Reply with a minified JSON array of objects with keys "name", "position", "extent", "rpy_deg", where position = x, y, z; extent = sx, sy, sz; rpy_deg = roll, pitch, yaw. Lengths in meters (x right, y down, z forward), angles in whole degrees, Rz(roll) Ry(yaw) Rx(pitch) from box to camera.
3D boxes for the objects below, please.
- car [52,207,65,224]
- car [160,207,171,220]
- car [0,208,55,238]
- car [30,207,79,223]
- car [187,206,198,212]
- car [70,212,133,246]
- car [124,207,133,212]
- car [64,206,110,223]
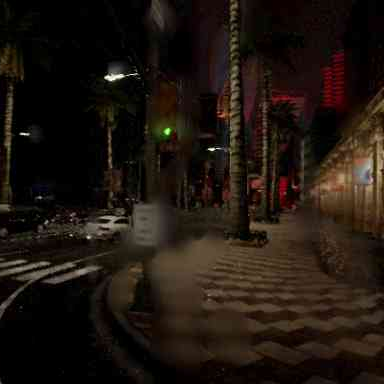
[{"name":"car","position":[-11.180,2.159,32.599],"extent":[2.097,1.767,4.553],"rpy_deg":[1,-2,17]},{"name":"car","position":[-4.261,2.806,43.673],"extent":[2.128,1.511,4.902],"rpy_deg":[1,-2,17]},{"name":"car","position":[-11.085,1.927,20.514],"extent":[1.837,1.490,4.892],"rpy_deg":[1,-2,17]},{"name":"car","position":[-13.957,2.307,34.123],"extent":[2.161,1.482,4.786],"rpy_deg":[1,-2,16]},{"name":"car","position":[0.265,4.169,83.383],"extent":[2.231,1.521,4.892],"rpy_deg":[1,-2,16]},{"name":"car","position":[-4.329,2.032,18.324],"extent":[1.812,1.442,4.674],"rpy_deg":[1,-2,16]},{"name":"car","position":[-7.509,2.764,45.025],"extent":[1.882,1.535,5.008],"rpy_deg":[1,-2,17]},{"name":"car","position":[-8.534,2.249,29.197],"extent":[2.128,1.511,4.902],"rpy_deg":[1,-2,16]}]
